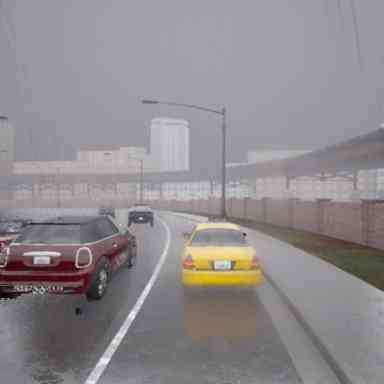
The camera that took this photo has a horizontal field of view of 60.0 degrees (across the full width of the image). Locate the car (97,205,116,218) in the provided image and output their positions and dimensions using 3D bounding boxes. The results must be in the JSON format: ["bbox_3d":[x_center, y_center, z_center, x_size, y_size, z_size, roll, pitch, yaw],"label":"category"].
[{"bbox_3d":[-10.043,2.228,38.891,2.033,1.411,5.357,0,-2,-15],"label":"car"}]

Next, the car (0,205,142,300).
[{"bbox_3d":[-2.838,1.367,8.574,2.097,1.767,4.553,0,-1,2],"label":"car"}]

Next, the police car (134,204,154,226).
[{"bbox_3d":[-4.101,1.792,26.742,1.930,1.638,5.238,0,-2,-8],"label":"police car"}]

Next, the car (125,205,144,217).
[{"bbox_3d":[-7.350,2.360,42.049,1.895,1.301,4.718,0,-1,-17],"label":"car"}]

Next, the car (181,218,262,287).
[{"bbox_3d":[0.654,1.496,9.366,1.801,1.575,5.366,0,-1,1],"label":"car"}]
